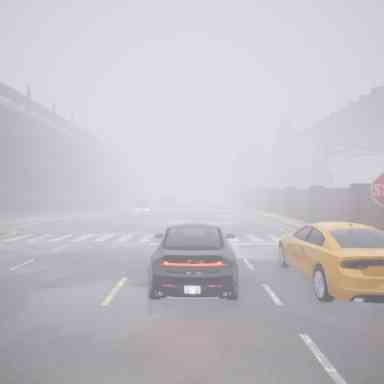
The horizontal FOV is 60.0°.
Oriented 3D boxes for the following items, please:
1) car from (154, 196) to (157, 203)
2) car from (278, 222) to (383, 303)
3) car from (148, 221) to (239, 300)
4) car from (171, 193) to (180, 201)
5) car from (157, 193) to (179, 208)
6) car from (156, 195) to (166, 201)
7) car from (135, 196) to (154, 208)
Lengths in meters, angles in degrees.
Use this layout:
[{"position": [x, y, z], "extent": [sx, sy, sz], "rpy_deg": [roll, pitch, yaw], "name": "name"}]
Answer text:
[{"position": [-7.259, 1.472, 65.603], "extent": [1.882, 1.535, 5.008], "rpy_deg": [0, 0, -1], "name": "car"}, {"position": [3.562, 1.477, 8.274], "extent": [1.882, 1.535, 5.008], "rpy_deg": [0, 0, 0], "name": "car"}, {"position": [0.059, 1.504, 8.379], "extent": [1.837, 1.490, 4.892], "rpy_deg": [0, 0, 1], "name": "car"}, {"position": [-3.984, 1.203, 80.477], "extent": [2.097, 1.767, 4.553], "rpy_deg": [0, 0, -1], "name": "car"}, {"position": [-3.529, 1.218, 49.254], "extent": [2.150, 2.045, 5.566], "rpy_deg": [0, 0, -1], "name": "car"}, {"position": [-7.492, 1.347, 80.913], "extent": [2.033, 1.411, 5.357], "rpy_deg": [0, 0, -1], "name": "car"}, {"position": [-7.025, 1.597, 48.145], "extent": [1.895, 1.301, 4.718], "rpy_deg": [0, 0, -1], "name": "car"}]
